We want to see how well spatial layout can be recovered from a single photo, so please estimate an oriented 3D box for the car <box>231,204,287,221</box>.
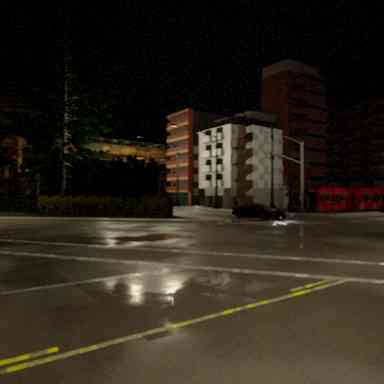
[{"bbox_3d":[5.853,1.746,29.844,2.033,1.411,5.357,0,0,-35],"label":"car"}]
